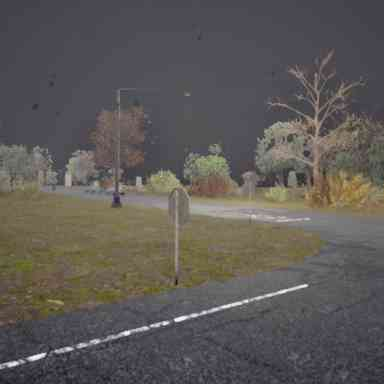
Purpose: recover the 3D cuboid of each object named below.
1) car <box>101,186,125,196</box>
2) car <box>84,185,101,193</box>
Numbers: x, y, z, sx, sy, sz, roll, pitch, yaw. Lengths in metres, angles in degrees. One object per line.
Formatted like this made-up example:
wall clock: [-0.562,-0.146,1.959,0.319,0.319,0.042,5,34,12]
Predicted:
car: [-12.139,-0.179,52.028,1.994,1.385,4.181,0,2,-36]
car: [-17.737,-0.504,59.817,2.033,1.411,5.357,0,2,-36]
